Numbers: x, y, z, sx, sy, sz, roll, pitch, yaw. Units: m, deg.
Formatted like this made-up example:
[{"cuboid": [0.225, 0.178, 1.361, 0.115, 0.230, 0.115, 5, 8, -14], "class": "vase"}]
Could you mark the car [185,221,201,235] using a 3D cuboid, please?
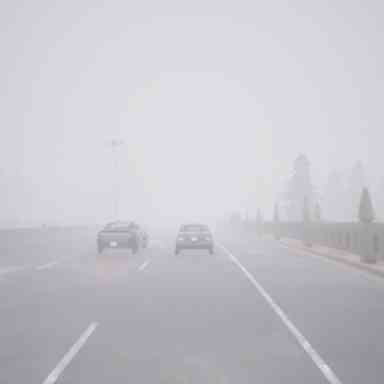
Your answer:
[{"cuboid": [0.103, 4.110, 38.634, 1.812, 1.442, 4.674, 0, -5, 0], "class": "car"}]

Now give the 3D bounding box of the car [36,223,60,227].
[{"cuboid": [-13.995, 3.626, 32.059, 1.895, 1.301, 4.718, 0, -5, 0], "class": "car"}]

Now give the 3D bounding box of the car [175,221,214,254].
[{"cuboid": [0.102, 2.291, 16.906, 2.033, 1.411, 5.357, 0, -5, 0], "class": "car"}]

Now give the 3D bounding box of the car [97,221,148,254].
[{"cuboid": [-3.398, 2.231, 16.861, 2.128, 1.511, 4.902, 0, -4, 0], "class": "car"}]
